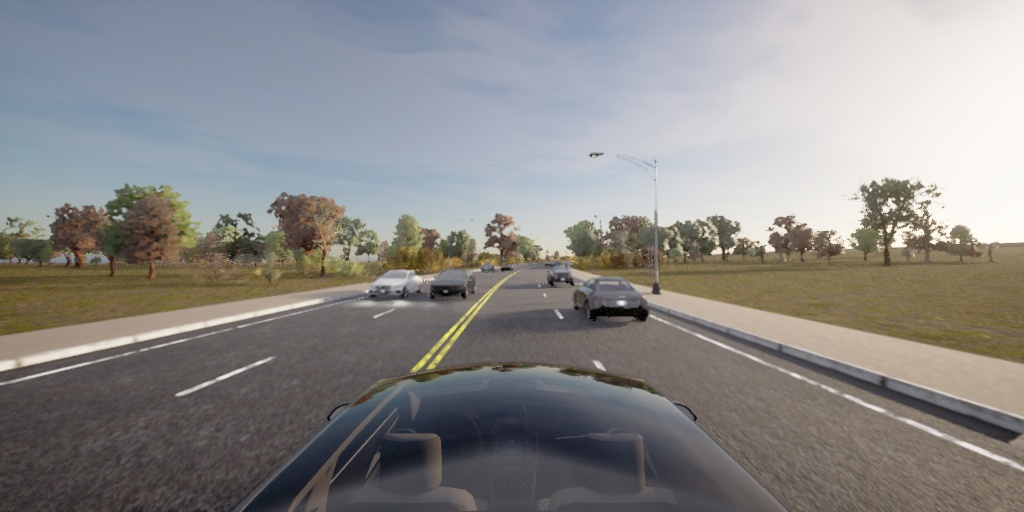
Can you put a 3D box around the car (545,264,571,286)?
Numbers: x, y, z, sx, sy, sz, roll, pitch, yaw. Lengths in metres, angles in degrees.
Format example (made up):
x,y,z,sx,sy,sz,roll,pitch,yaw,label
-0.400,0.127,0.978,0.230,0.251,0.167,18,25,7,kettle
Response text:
x,y,z,sx,sy,sz,roll,pitch,yaw,label
3.913,1.619,29.300,1.812,1.442,4.674,0,-1,2,car

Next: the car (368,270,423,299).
x,y,z,sx,sy,sz,roll,pitch,yaw,label
-6.340,1.497,20.095,1.812,1.442,4.674,0,-1,2,car

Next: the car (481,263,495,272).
x,y,z,sx,sy,sz,roll,pitch,yaw,label
-4.060,1.937,60.644,2.128,1.511,4.902,0,-1,5,car

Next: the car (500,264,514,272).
x,y,z,sx,sy,sz,roll,pitch,yaw,label
-0.822,2.044,60.314,1.895,1.301,4.718,0,-1,5,car

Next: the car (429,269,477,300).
x,y,z,sx,sy,sz,roll,pitch,yaw,label
-3.094,1.447,19.591,1.882,1.535,5.008,0,-1,2,car

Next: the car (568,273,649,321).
x,y,z,sx,sy,sz,roll,pitch,yaw,label
3.470,1.462,13.252,1.994,1.385,4.181,0,-1,1,car
